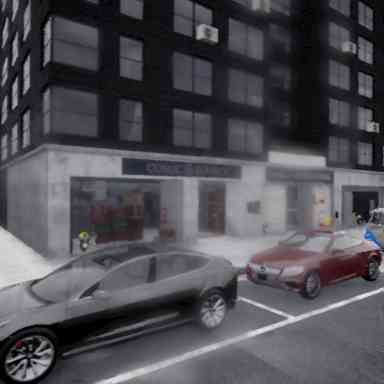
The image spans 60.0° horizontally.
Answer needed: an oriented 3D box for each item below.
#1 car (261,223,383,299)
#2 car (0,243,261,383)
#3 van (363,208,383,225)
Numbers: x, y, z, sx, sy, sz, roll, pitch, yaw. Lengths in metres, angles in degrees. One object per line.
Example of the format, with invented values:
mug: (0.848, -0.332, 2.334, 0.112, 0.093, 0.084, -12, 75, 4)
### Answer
car: (3.246, 1.634, 8.503, 4.206, 1.307, 1.802, 0, 0, -35)
car: (-1.161, 1.580, 5.361, 4.313, 1.339, 1.947, 0, 0, -35)
van: (7.654, 1.430, 11.647, 3.998, 1.788, 1.690, 0, 0, -35)
